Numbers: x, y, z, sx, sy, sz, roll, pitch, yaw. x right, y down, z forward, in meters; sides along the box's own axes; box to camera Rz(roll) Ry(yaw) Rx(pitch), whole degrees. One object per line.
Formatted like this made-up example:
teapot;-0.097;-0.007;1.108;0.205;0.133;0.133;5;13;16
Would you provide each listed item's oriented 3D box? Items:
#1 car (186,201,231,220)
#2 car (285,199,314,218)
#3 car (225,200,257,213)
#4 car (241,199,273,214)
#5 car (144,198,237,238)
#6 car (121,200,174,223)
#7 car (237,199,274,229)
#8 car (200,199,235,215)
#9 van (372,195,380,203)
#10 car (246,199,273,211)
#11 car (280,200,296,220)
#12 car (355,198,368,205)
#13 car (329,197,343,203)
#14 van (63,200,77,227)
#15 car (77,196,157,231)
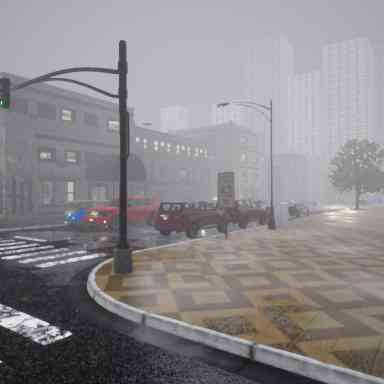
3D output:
car;1.550;1.622;29.858;1.812;1.442;4.674;0;0;36
car;9.686;1.657;31.341;1.947;1.339;4.313;-1;-1;35
car;6.042;1.701;40.691;2.008;1.369;4.403;-1;-1;35
car;7.581;1.639;38.355;1.837;1.490;4.892;0;0;36
car;0.099;1.350;17.823;2.192;1.841;5.009;-1;-1;35
car;-3.543;1.531;27.173;1.967;1.590;4.097;-1;-1;35
car;3.294;1.368;22.330;2.192;1.841;5.009;-1;-1;35
car;2.847;1.570;36.187;1.967;1.590;4.097;-1;-1;35
van;44.828;1.694;80.914;1.690;1.788;3.998;-1;-1;35
car;9.237;1.722;45.198;2.008;1.369;4.403;-1;-1;35
car;6.490;1.616;26.834;1.887;1.381;4.507;-1;-1;35
car;32.050;1.801;62.885;2.008;1.369;4.403;-1;-1;35
car;34.796;1.915;81.249;2.008;1.369;4.403;-1;-1;35
van;-6.738;1.414;22.668;1.690;1.788;3.998;-1;0;35
car;-4.285;1.285;21.647;2.150;2.045;5.566;0;0;35
